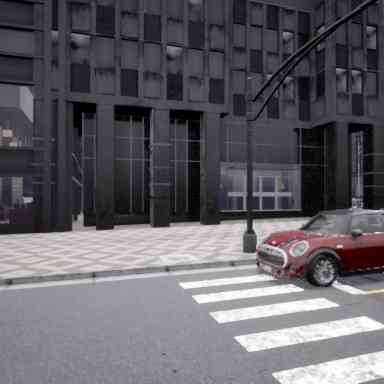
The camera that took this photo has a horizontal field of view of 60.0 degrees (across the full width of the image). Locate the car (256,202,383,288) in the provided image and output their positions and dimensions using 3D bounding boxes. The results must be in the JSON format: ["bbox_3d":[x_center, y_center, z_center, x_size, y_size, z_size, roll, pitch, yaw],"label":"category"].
[{"bbox_3d":[4.026,1.281,8.908,4.553,1.767,2.097,-1,0,-17],"label":"car"}]

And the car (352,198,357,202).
[{"bbox_3d":[20.320,1.091,45.445,2.097,1.767,4.553,0,-1,-17],"label":"car"}]
